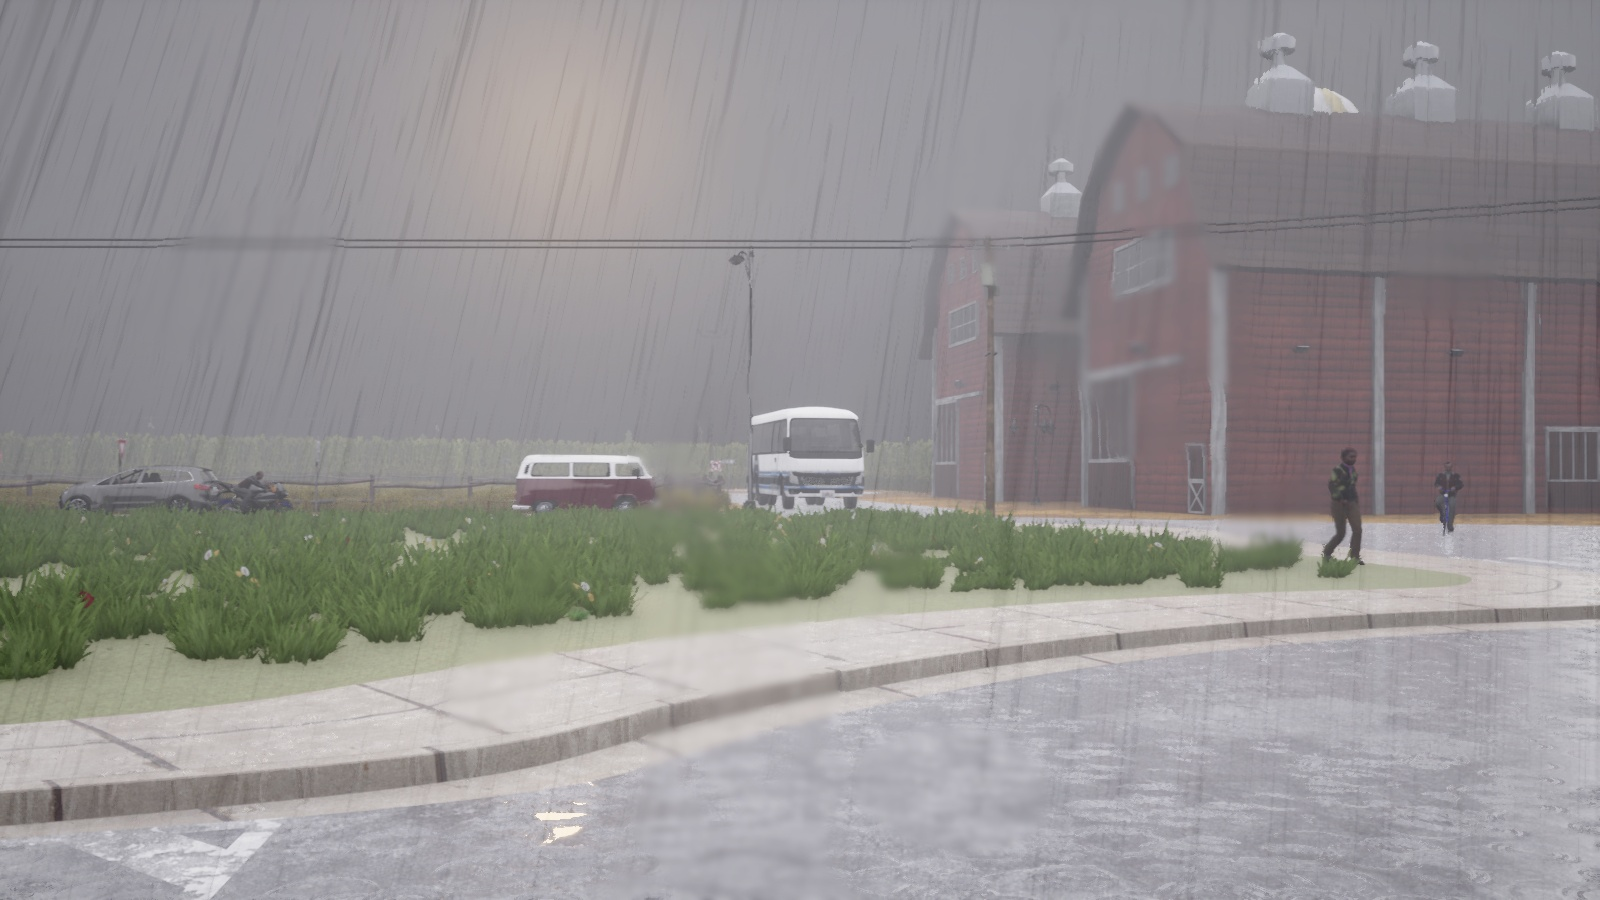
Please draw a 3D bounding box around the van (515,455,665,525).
[{"bbox_3d":[-6.537,1.214,39.065,4.480,2.038,2.069,0,-1,-11],"label":"van"}]

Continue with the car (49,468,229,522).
[{"bbox_3d":[-20.993,1.406,40.088,4.611,1.667,2.242,0,-1,-9],"label":"car"}]

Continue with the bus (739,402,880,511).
[{"bbox_3d":[0.171,0.341,54.583,3.944,4.253,10.273,0,-1,-12],"label":"bus"}]

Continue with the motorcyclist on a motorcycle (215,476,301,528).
[{"bbox_3d":[-16.115,1.532,37.366,2.191,1.530,0.866,0,-1,-10],"label":"motorcyclist on a motorcycle"}]

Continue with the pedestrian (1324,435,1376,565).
[{"bbox_3d":[8.365,0.753,19.119,0.395,1.930,0.692,0,-1,-11],"label":"pedestrian"}]

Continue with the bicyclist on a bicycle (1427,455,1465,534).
[{"bbox_3d":[15.139,1.030,29.402,0.659,1.776,1.843,1,-1,31],"label":"bicyclist on a bicycle"}]
